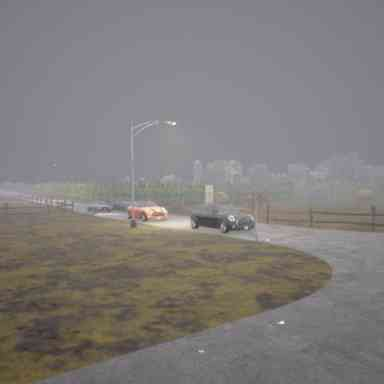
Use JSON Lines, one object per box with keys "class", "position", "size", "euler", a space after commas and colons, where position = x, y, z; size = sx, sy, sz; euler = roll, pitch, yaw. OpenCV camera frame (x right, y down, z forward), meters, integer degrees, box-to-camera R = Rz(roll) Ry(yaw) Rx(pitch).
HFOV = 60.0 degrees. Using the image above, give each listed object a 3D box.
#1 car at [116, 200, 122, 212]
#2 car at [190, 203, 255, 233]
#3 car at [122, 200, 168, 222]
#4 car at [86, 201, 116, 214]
{"class": "car", "position": [-8.437, 1.684, 40.787], "size": [2.033, 1.411, 5.357], "euler": [-1, 1, -35]}
{"class": "car", "position": [1.841, 1.511, 21.104], "size": [2.097, 1.767, 4.553], "euler": [-1, 0, -35]}
{"class": "car", "position": [-4.036, 1.564, 29.434], "size": [2.097, 1.767, 4.553], "euler": [-1, 1, -35]}
{"class": "car", "position": [-10.987, 1.755, 39.315], "size": [1.994, 1.385, 4.181], "euler": [-1, 1, -35]}
